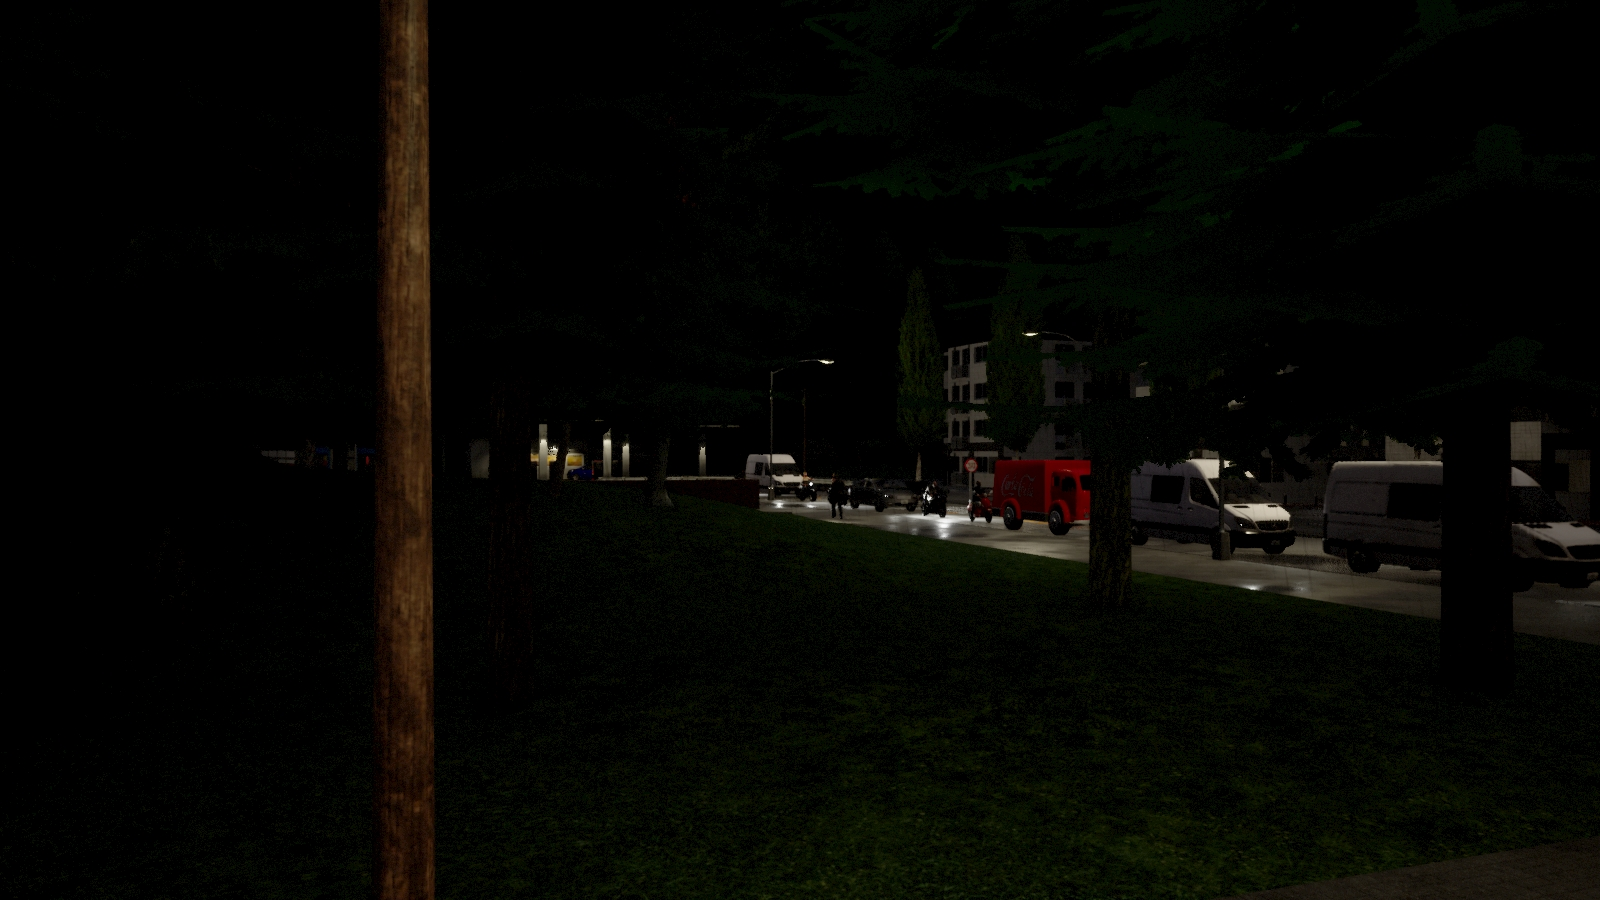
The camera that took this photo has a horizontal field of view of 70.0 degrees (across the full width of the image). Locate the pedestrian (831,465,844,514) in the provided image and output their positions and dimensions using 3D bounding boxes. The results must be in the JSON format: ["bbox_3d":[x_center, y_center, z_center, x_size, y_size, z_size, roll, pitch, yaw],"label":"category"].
[{"bbox_3d":[1.458,1.532,44.381,0.375,1.860,0.375,0,0,-20],"label":"pedestrian"}]

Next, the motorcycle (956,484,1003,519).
[{"bbox_3d":[6.991,1.993,44.695,0.867,1.251,2.209,0,0,-20],"label":"motorcycle"}]

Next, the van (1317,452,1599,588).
[{"bbox_3d":[14.218,1.323,24.678,1.988,2.561,5.915,0,0,-20],"label":"van"}]

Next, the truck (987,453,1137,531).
[{"bbox_3d":[8.905,1.356,39.393,2.627,2.467,5.204,0,0,-20],"label":"truck"}]

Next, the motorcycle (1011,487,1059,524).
[{"bbox_3d":[8.397,1.970,40.853,0.856,1.236,1.805,0,0,-20],"label":"motorcycle"}]
